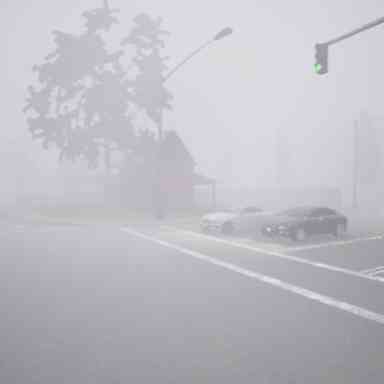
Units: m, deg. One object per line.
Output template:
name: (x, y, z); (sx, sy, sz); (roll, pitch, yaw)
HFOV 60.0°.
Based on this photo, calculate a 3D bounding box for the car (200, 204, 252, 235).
car: (2.614, 1.401, 18.139); (4.674, 1.442, 1.812); (0, 1, -33)

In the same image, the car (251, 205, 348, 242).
car: (5.379, 1.408, 15.760); (4.892, 1.490, 1.837); (0, 0, -33)
